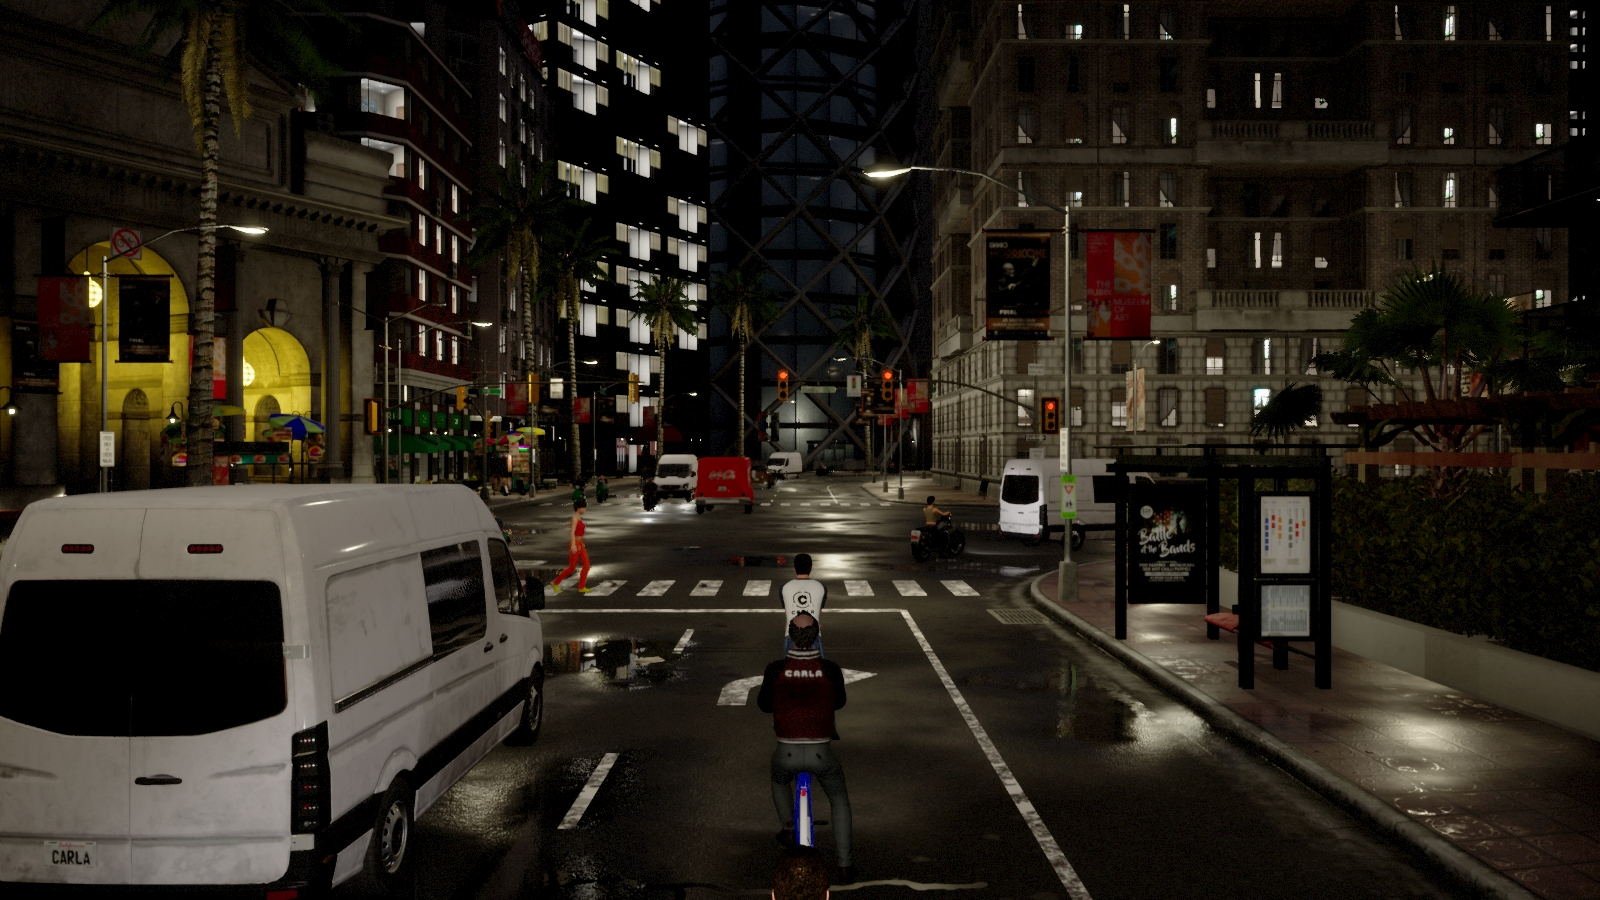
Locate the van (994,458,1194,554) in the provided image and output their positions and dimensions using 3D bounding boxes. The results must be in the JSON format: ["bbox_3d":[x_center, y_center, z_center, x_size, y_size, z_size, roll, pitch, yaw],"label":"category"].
[{"bbox_3d":[8.628,1.534,33.308,5.915,2.561,1.988,0,0,-29],"label":"van"}]

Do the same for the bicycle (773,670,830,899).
[{"bbox_3d":[0.008,2.210,7.501,0.329,1.171,1.835,0,0,0],"label":"bicycle"}]

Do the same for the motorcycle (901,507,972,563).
[{"bbox_3d":[3.566,2.170,29.642,0.764,1.277,2.356,0,0,37],"label":"motorcycle"}]

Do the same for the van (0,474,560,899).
[{"bbox_3d":[-3.525,1.534,8.973,1.988,2.561,5.915,0,0,0],"label":"van"}]

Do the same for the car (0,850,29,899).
[{"bbox_3d":[-3.487,2.120,2.971,1.481,1.376,2.207,0,0,0],"label":"car"}]

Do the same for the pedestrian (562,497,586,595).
[{"bbox_3d":[-4.377,1.849,22.146,0.375,1.860,0.375,0,0,2],"label":"pedestrian"}]

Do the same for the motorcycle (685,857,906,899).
[{"bbox_3d":[-0.018,2.213,3.585,0.803,1.145,2.033,0,0,0],"label":"motorcycle"}]

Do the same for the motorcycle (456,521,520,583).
[{"bbox_3d":[-6.817,2.212,25.061,0.803,1.145,2.033,0,1,2],"label":"motorcycle"}]
